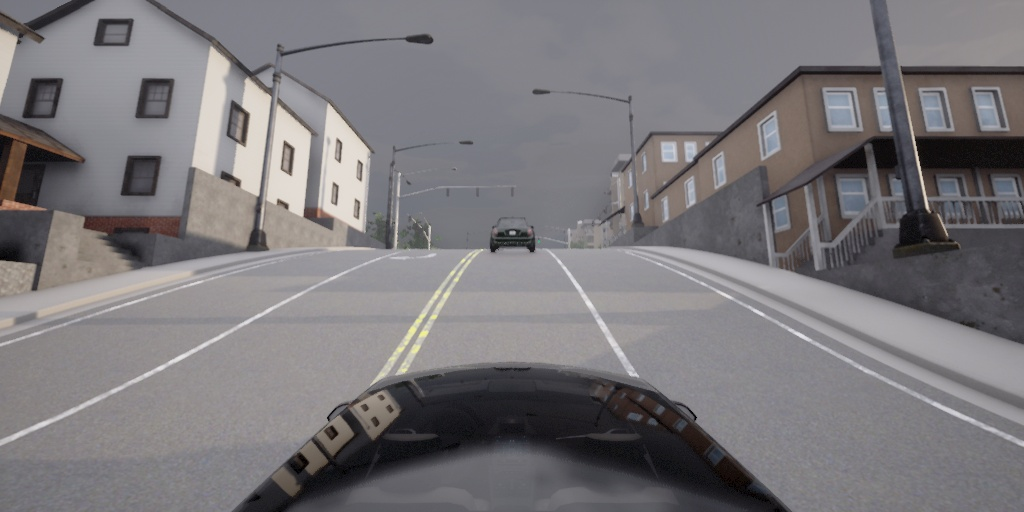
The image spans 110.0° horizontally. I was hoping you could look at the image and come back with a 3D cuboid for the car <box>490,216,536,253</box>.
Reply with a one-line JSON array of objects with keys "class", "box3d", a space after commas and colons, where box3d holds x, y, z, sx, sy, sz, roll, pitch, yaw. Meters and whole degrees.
[{"class": "car", "box3d": [0.038, -1.143, 18.148, 2.097, 1.767, 4.553, 0, 4, 0]}]
